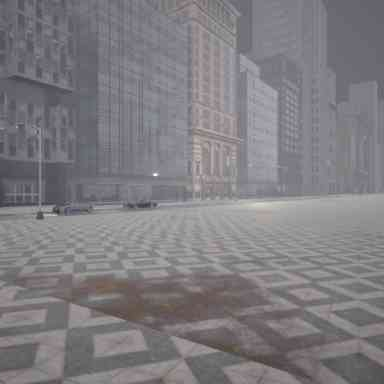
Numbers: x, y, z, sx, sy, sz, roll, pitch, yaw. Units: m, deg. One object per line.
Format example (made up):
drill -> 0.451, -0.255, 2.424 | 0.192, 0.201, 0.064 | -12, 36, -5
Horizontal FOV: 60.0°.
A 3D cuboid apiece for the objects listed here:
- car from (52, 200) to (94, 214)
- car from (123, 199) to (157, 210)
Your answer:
car -> -12.509, 1.576, 35.174 | 1.994, 1.385, 4.181 | 0, 0, 37
car -> -6.742, 1.599, 43.287 | 1.895, 1.301, 4.718 | 0, 0, 35
